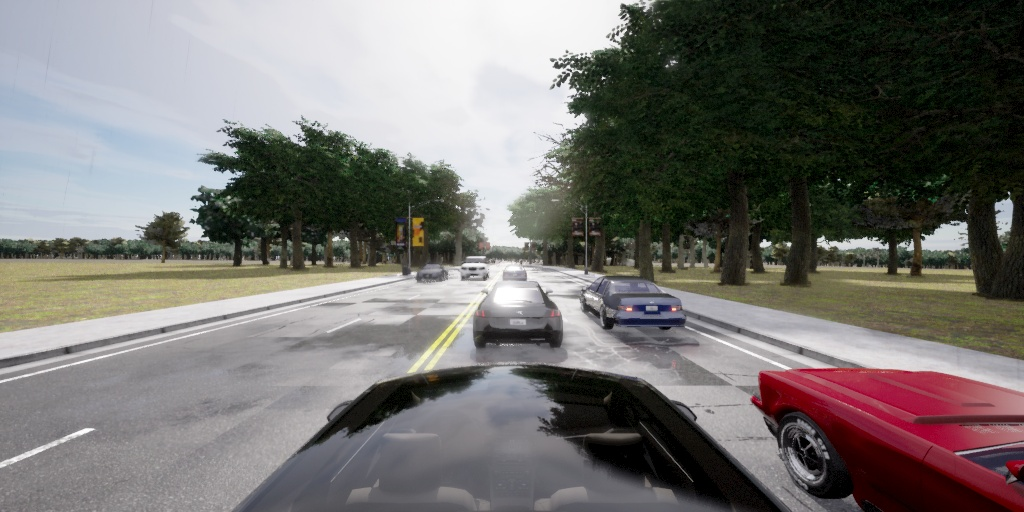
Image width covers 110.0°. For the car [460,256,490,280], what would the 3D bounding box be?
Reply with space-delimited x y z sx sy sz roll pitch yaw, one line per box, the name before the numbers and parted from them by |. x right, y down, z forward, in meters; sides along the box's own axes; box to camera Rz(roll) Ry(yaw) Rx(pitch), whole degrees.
car | -3.215 1.038 32.072 2.150 2.045 5.566 0 0 0

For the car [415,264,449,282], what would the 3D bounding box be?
car | -6.476 1.373 29.448 1.994 1.385 4.181 0 0 0

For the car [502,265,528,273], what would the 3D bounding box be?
car | 0.210 1.350 27.094 2.033 1.411 5.357 0 0 1

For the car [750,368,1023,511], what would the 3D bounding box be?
car | 3.349 1.351 1.506 1.895 1.301 4.718 0 0 0

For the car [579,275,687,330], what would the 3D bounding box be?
car | 3.386 1.307 11.123 2.033 1.411 5.357 0 0 1

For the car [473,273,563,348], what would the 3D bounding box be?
car | 0.133 1.319 9.286 1.994 1.385 4.181 0 0 0
